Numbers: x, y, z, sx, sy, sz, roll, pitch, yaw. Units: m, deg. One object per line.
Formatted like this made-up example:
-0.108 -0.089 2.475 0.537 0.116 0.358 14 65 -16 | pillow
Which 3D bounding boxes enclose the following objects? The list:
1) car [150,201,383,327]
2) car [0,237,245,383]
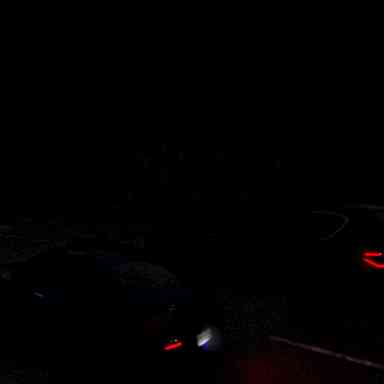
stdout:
1.411 1.224 7.294 5.566 2.045 2.150 0 0 36 | car
-1.725 1.527 5.237 4.674 1.442 1.812 0 0 36 | car
